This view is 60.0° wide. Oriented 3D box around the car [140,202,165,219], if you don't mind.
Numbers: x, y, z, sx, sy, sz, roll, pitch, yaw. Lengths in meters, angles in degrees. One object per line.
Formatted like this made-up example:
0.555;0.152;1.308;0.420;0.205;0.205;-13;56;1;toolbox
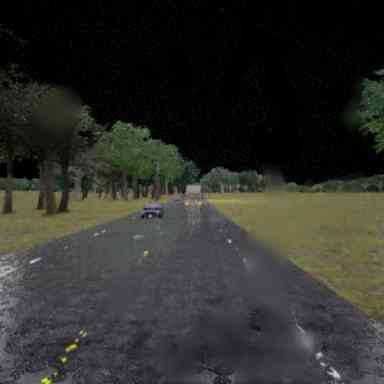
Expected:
-3.500;1.668;30.708;2.033;1.411;5.357;0;0;0;car

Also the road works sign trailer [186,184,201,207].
0.271;0.566;51.998;2.380;3.560;2.880;0;0;1;road works sign trailer

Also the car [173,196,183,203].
-2.983;1.542;71.725;1.994;1.385;4.181;0;0;1;car
